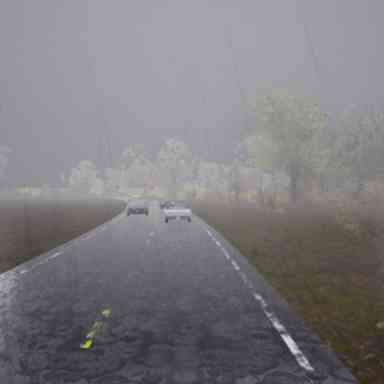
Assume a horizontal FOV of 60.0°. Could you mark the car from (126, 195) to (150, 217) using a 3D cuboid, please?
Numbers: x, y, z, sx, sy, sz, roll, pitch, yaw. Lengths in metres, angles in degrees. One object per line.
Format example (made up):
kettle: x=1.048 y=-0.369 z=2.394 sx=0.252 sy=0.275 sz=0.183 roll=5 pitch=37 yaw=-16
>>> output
car: x=-4.900 y=1.359 z=30.499 sx=1.882 sy=1.535 sz=5.008 roll=0 pitch=0 yaw=-7

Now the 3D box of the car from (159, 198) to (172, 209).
car: x=-3.207 y=1.430 z=42.192 sx=1.895 sy=1.301 sz=4.718 roll=0 pitch=0 yaw=-8

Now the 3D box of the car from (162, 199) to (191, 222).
car: x=-1.158 y=1.498 z=25.327 sx=1.895 sy=1.301 sz=4.718 roll=0 pitch=0 yaw=-5
